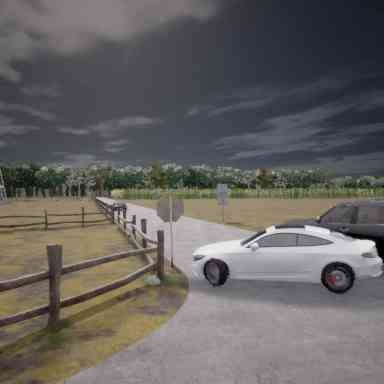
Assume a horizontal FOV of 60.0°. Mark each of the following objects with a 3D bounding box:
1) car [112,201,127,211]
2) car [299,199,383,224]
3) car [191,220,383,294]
[{"bbox_3d":[-10.823,1.981,49.471,2.033,1.411,5.357,-2,0,-18],"label":"car"},{"bbox_3d":[5.103,1.227,9.809,2.150,2.045,5.566,-2,0,-40],"label":"car"},{"bbox_3d":[2.299,1.612,8.706,4.674,1.442,1.812,-2,0,16],"label":"car"}]
